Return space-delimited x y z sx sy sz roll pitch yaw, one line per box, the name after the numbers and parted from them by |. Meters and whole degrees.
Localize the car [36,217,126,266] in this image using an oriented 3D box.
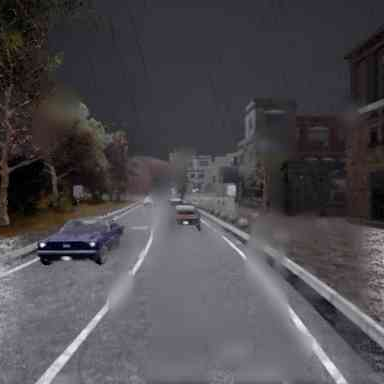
-3.660 1.604 11.765 1.895 1.301 4.718 0 0 -2 | car

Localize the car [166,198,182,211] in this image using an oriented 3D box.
-1.975 1.439 39.878 1.882 1.535 5.008 0 0 -4 | car

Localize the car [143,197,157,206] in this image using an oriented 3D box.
-6.672 1.487 52.398 1.812 1.442 4.674 0 0 -4 | car

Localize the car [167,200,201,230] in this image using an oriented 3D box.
-0.527 1.480 21.122 1.837 1.490 4.892 0 0 -4 | car
